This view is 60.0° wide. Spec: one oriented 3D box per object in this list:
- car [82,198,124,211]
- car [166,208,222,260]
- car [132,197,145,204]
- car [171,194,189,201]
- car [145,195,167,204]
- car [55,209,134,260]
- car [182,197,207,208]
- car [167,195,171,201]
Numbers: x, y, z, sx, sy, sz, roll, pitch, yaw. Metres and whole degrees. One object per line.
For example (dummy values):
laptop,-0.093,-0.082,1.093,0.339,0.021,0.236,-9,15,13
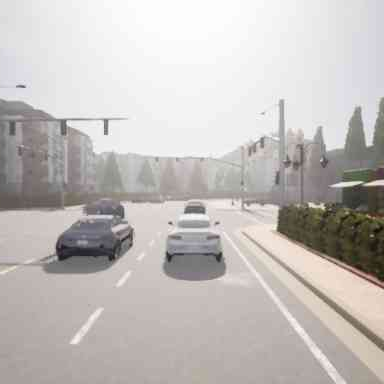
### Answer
car,-7.668,1.321,28.498,2.097,1.767,4.553,0,0,-40
car,0.069,1.512,12.188,1.812,1.442,4.674,0,0,0
car,-10.080,1.531,63.840,1.895,1.301,4.718,0,0,8
car,-2.301,1.272,77.143,2.097,1.767,4.553,0,0,25
car,-6.703,1.284,62.371,2.097,1.767,4.553,0,0,7
car,-3.428,1.551,12.433,1.994,1.385,4.181,0,0,0
car,0.300,1.472,30.188,1.837,1.490,4.892,0,0,1
car,-5.244,1.467,79.072,1.994,1.385,4.181,0,0,25
